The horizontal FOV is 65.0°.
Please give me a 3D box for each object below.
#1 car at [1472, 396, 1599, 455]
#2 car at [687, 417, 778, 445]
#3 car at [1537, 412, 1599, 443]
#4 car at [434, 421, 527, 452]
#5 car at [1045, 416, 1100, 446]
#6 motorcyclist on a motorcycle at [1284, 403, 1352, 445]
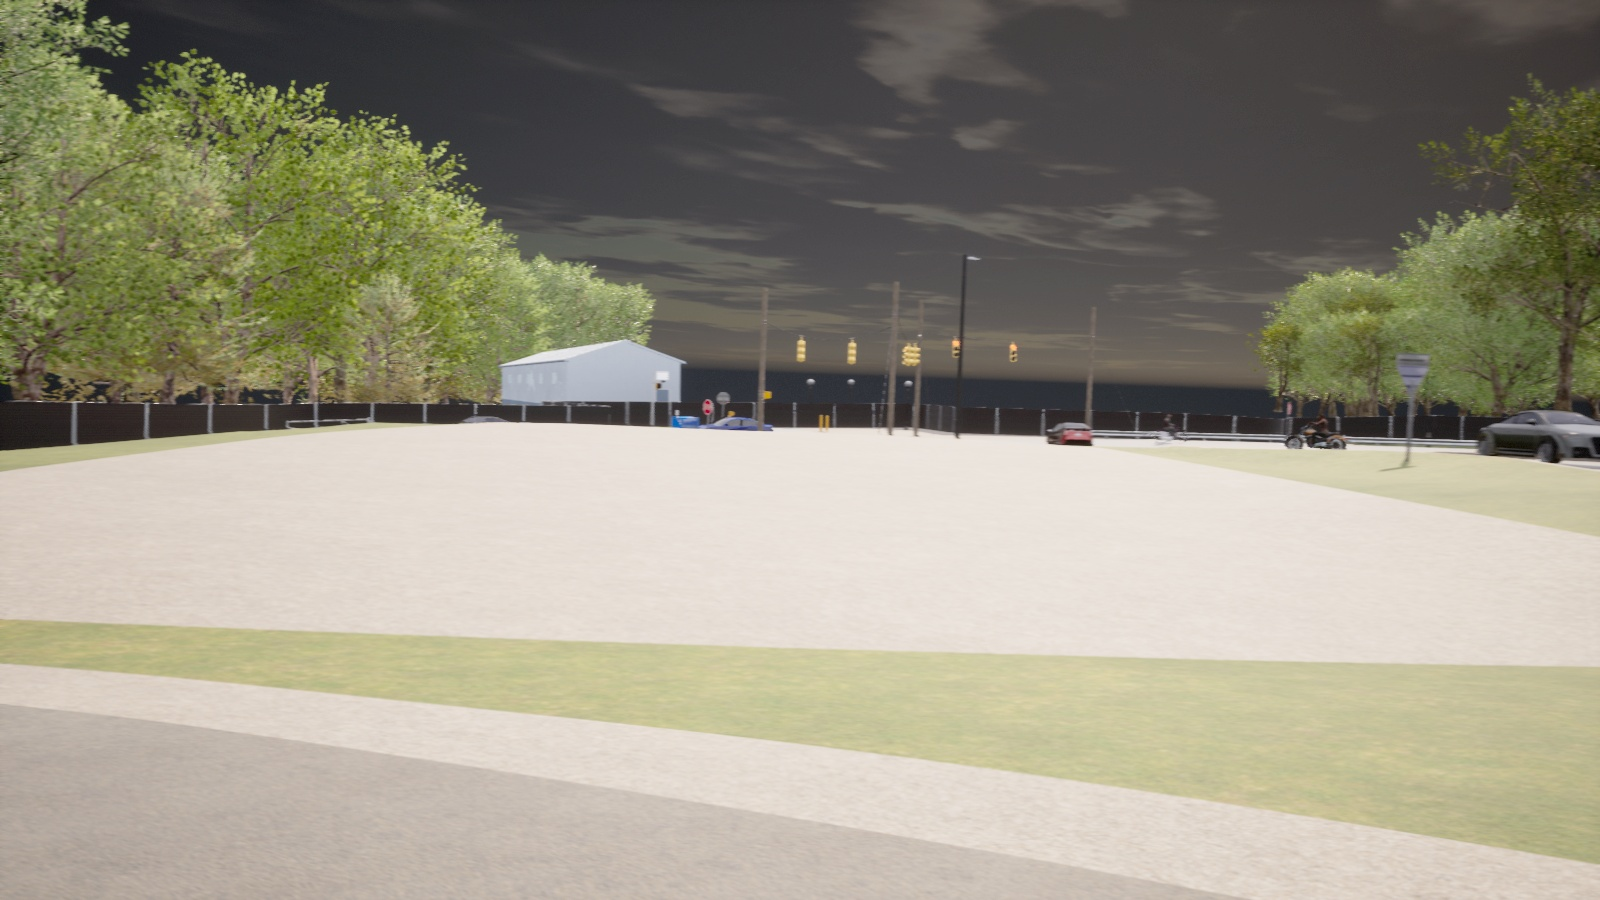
[{"bbox_3d":[19.222,-0.654,31.823,1.994,1.385,4.181,1,2,-2],"label":"car"},{"bbox_3d":[-3.964,-1.119,74.251,5.008,1.535,1.882,0,4,-25],"label":"car"},{"bbox_3d":[41.051,-1.191,65.064,4.902,1.511,2.128,1,3,31],"label":"car"},{"bbox_3d":[-15.984,-0.718,63.023,1.994,1.385,4.181,4,4,37],"label":"car"},{"bbox_3d":[14.686,-1.032,67.827,2.007,1.525,4.514,1,1,0],"label":"car"},{"bbox_3d":[20.566,-1.026,49.925,2.350,1.649,0.766,1,1,39],"label":"motorcyclist on a motorcycle"}]
